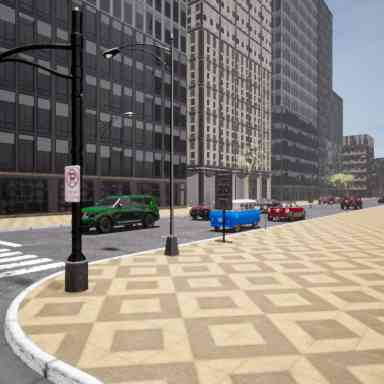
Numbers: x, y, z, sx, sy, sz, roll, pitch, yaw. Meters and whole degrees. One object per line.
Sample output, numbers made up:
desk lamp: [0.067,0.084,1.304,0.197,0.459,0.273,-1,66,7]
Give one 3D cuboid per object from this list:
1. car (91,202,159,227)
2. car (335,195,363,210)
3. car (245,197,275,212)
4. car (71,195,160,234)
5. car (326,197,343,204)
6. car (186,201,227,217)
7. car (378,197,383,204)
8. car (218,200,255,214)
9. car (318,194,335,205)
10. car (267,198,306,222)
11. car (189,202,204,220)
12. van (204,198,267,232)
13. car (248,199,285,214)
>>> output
car: [-4.657,1.540,23.941,1.752,1.417,4.829,0,0,38]
car: [21.322,1.368,44.426,2.192,1.841,5.009,0,0,38]
car: [8.281,1.471,40.449,1.967,1.590,4.097,0,0,38]
car: [-4.380,1.238,20.019,2.150,2.045,5.566,0,0,39]
car: [28.711,1.624,66.849,2.008,1.369,4.403,0,0,38]
car: [1.471,1.603,31.648,1.802,1.307,4.206,0,0,38]
car: [38.347,1.658,66.425,1.947,1.339,4.313,0,0,38]
car: [4.876,1.571,36.049,1.887,1.381,4.507,0,0,38]
car: [25.306,1.380,62.450,2.192,1.841,5.009,0,0,38]
car: [7.703,1.472,26.825,1.967,1.590,4.097,0,0,38]
car: [1.837,1.624,28.086,1.895,1.301,4.718,0,0,38]
van: [2.723,1.368,20.209,1.690,1.788,3.998,0,0,38]
car: [8.224,1.523,36.322,2.128,1.511,4.902,0,0,38]
